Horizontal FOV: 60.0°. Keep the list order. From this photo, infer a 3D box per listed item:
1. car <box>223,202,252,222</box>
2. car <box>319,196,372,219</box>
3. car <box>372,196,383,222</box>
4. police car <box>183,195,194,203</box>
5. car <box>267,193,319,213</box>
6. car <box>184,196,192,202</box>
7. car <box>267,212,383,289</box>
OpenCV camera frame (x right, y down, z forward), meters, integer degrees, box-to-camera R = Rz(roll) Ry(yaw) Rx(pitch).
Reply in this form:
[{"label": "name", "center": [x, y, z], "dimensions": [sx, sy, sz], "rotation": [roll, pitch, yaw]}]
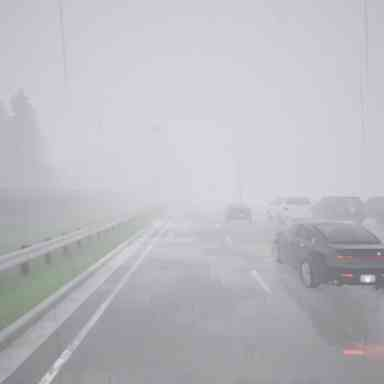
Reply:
[{"label": "car", "center": [3.603, 1.569, 27.034], "dimensions": [1.882, 1.535, 5.008], "rotation": [0, 0, 0]}, {"label": "car", "center": [10.602, 1.304, 24.617], "dimensions": [2.150, 2.045, 5.566], "rotation": [0, 0, 0]}, {"label": "car", "center": [14.103, 1.304, 24.611], "dimensions": [2.150, 2.045, 5.566], "rotation": [0, 0, 0]}, {"label": "police car", "center": [-1.041, 1.682, 76.112], "dimensions": [1.930, 1.638, 5.238], "rotation": [0, 0, 0]}, {"label": "car", "center": [7.103, 1.304, 24.612], "dimensions": [2.150, 2.045, 5.566], "rotation": [0, 0, 0]}, {"label": "car", "center": [-1.040, 1.795, 86.002], "dimensions": [1.837, 1.490, 4.892], "rotation": [0, 0, 0]}, {"label": "car", "center": [3.603, 1.536, 9.236], "dimensions": [1.837, 1.490, 4.892], "rotation": [0, 0, 0]}]
